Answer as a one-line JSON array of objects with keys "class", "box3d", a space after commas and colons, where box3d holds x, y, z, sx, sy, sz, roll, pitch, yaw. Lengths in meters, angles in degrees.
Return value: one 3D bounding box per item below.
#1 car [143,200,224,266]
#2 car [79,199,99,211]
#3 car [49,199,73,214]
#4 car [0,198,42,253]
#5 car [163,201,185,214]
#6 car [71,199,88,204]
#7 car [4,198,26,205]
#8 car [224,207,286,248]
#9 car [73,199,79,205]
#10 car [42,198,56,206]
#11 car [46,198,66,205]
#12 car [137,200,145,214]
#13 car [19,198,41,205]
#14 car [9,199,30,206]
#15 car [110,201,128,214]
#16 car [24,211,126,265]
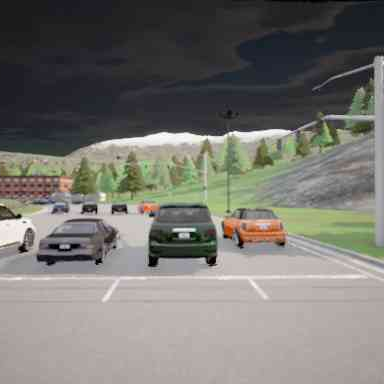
[{"class": "car", "box3d": [-0.419, 1.347, 12.180, 2.150, 2.045, 5.566, 0, 0, -4]}, {"class": "car", "box3d": [-12.996, 1.905, 42.383, 1.882, 1.535, 5.008, 0, -1, -16]}, {"class": "car", "box3d": [-16.658, 1.955, 42.441, 1.812, 1.442, 4.674, 0, -1, -16]}, {"class": "car", "box3d": [-7.367, 1.340, 11.298, 2.150, 2.045, 5.566, 0, 0, -4]}, {"class": "car", "box3d": [-2.427, 1.962, 43.525, 1.812, 1.442, 4.674, 0, -1, -16]}, {"class": "car", "box3d": [-28.371, 2.398, 83.829, 4.181, 1.385, 1.994, 0, -1, 32]}, {"class": "car", "box3d": [-42.029, 2.300, 78.991, 4.892, 1.490, 1.837, 0, -1, 18]}, {"class": "car", "box3d": [2.754, 1.511, 15.881, 2.097, 1.767, 4.553, 0, -1, -5]}, {"class": "car", "box3d": [-25.399, 2.305, 77.365, 4.902, 1.511, 2.128, 0, -1, 39]}, {"class": "car", "box3d": [-33.404, 2.278, 74.585, 4.674, 1.442, 1.812, 0, -1, 32]}, {"class": "car", "box3d": [-33.973, 2.316, 83.049, 5.008, 1.535, 1.882, 0, -1, 25]}, {"class": "car", "box3d": [-5.678, 1.775, 42.091, 2.097, 1.767, 4.553, 0, -1, -15]}, {"class": "car", "box3d": [-39.774, 2.289, 81.867, 4.902, 1.511, 2.128, 0, -1, 21]}, {"class": "car", "box3d": [-38.115, 2.267, 73.353, 4.674, 1.442, 1.812, 0, -1, 28]}, {"class": "car", "box3d": [-9.180, 1.898, 41.722, 1.882, 1.535, 5.008, 0, -1, -16]}, {"class": "car", "box3d": [-3.922, 1.673, 12.257, 2.033, 1.411, 5.357, 0, -1, -4]}]
